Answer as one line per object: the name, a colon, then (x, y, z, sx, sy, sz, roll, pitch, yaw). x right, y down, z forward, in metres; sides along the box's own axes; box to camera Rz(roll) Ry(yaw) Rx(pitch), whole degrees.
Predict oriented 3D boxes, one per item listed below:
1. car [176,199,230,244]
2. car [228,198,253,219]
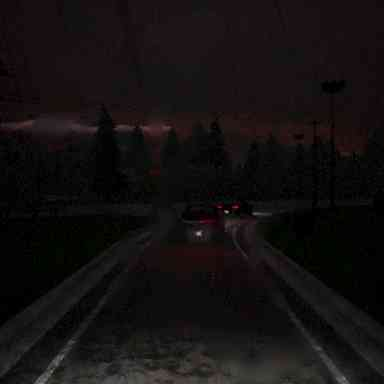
car: (0.498, 1.298, 14.649, 2.128, 1.511, 4.902, 0, 1, 6)
car: (3.338, 1.190, 25.582, 1.812, 1.442, 4.674, 0, 1, 24)
